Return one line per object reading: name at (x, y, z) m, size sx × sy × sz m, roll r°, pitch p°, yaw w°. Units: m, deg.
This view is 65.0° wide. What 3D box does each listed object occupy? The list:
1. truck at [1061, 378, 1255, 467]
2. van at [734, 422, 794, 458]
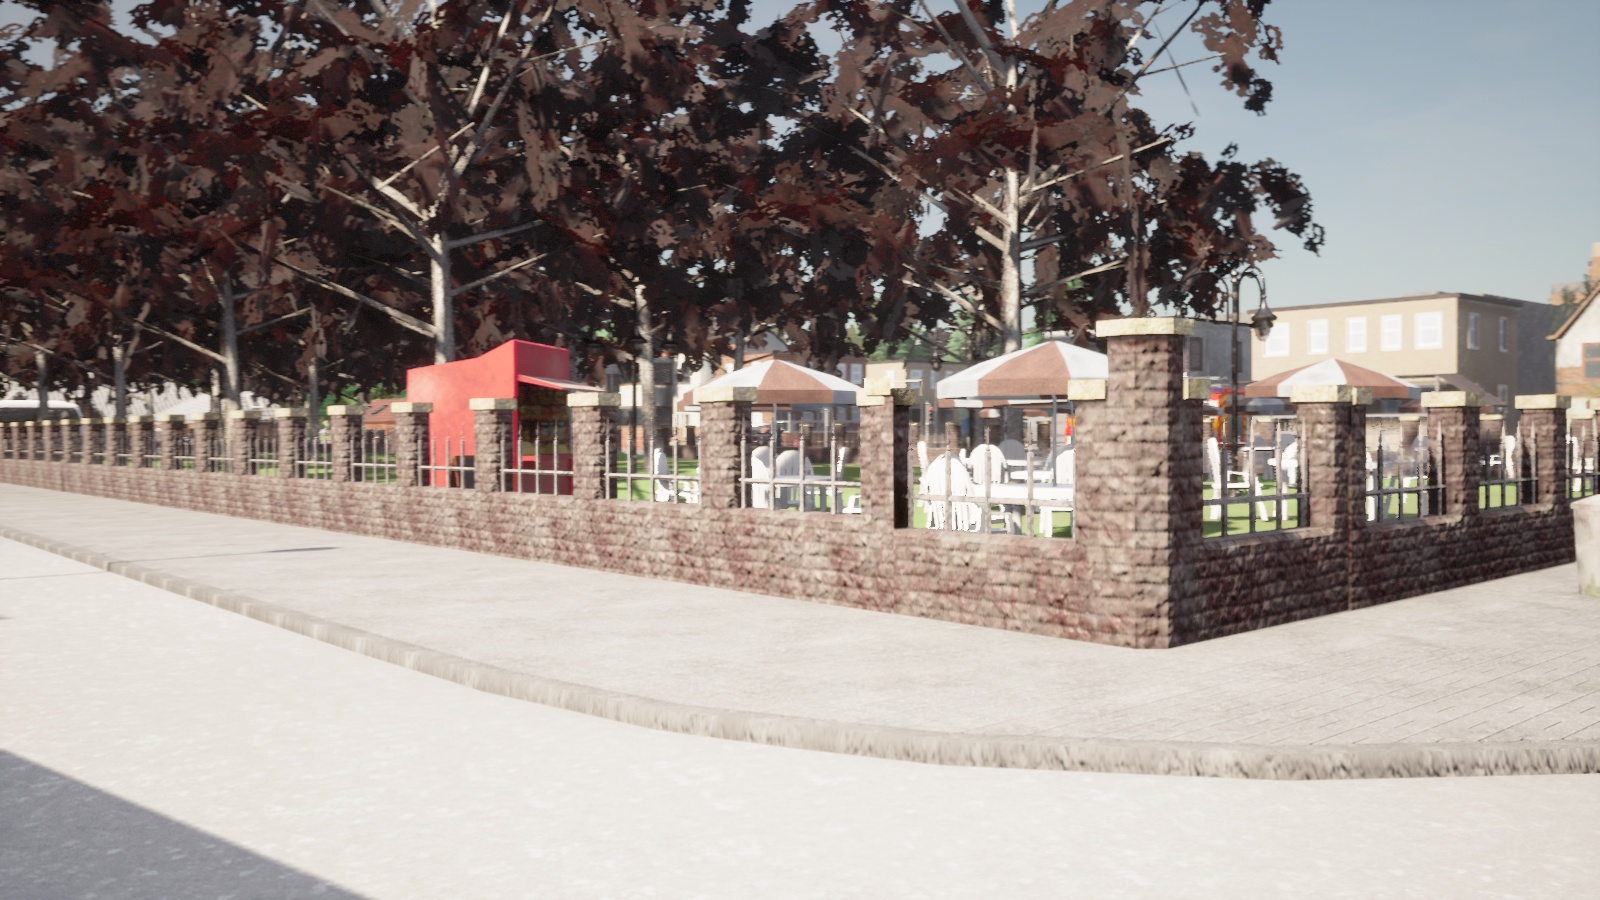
truck at (16.486, -1.243, 58.444) m, size 2.891 × 3.827 × 8.468 m, roll -1°, pitch 1°, yaw -41°
van at (-2.193, -0.613, 74.490) m, size 2.069 × 2.038 × 4.480 m, roll -1°, pitch 1°, yaw -22°
